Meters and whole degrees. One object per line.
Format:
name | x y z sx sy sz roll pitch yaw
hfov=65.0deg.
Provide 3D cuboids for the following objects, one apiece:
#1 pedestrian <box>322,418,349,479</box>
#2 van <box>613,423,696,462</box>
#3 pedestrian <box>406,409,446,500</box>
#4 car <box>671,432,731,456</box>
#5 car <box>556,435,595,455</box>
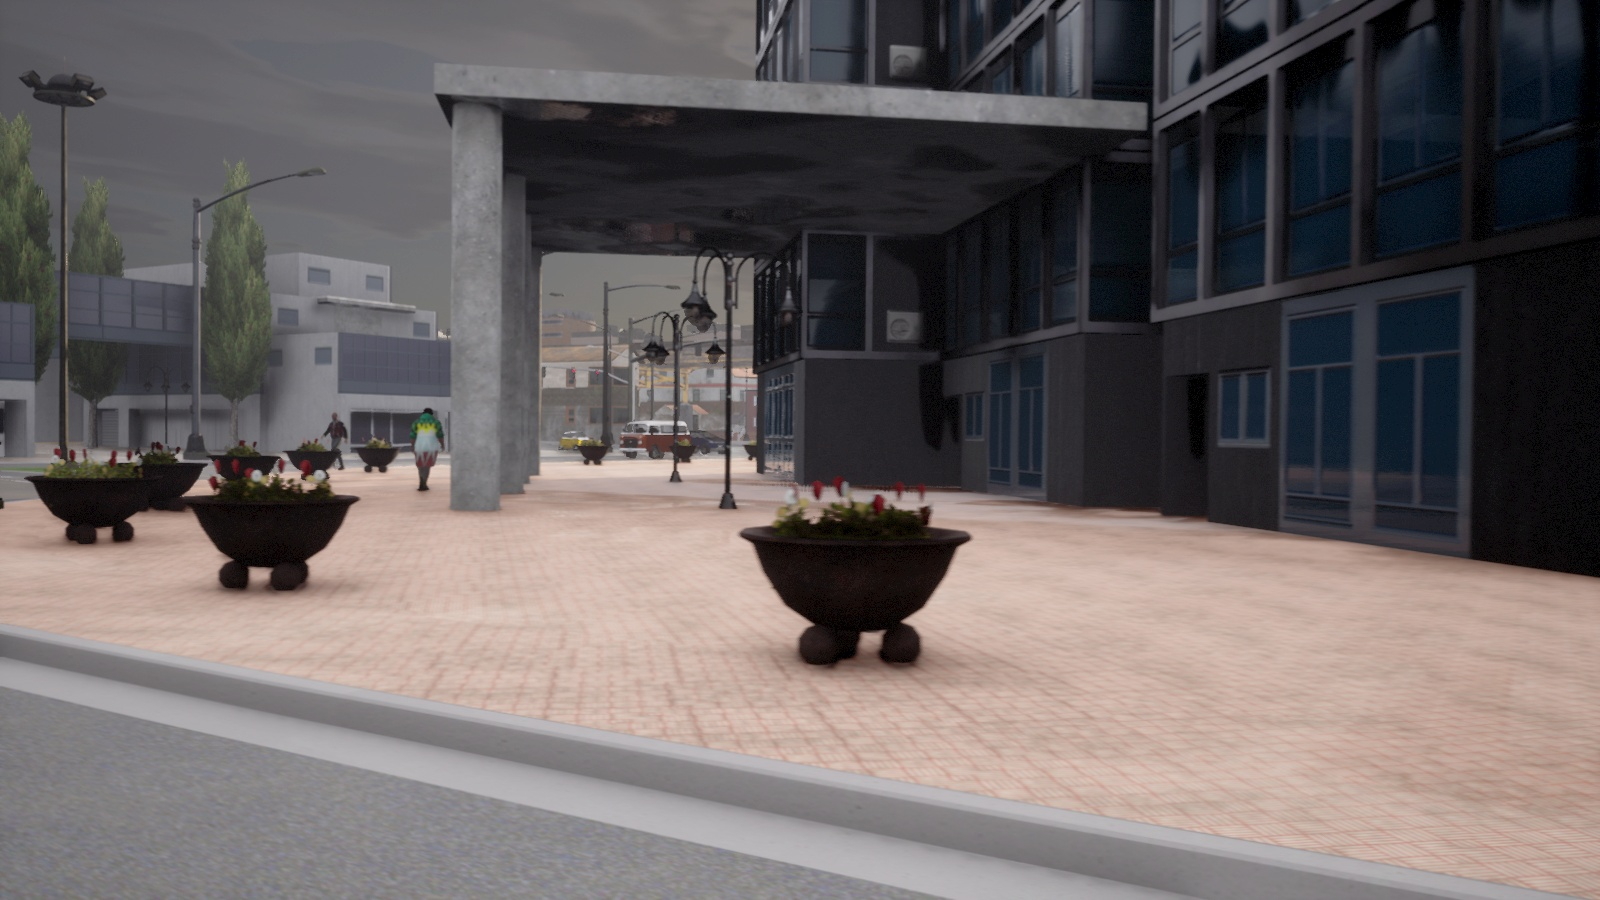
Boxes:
pedestrian | -14.254 -0.044 38.561 0.376 1.854 0.720 0 1 24
van | -7.686 -0.428 66.893 2.069 2.038 4.480 0 1 31
pedestrian | -8.207 0.086 27.565 0.659 1.952 0.873 -1 1 -6
car | -6.436 -0.385 81.227 3.705 1.549 1.789 0 1 42
car | -15.639 -0.354 87.351 2.207 1.376 1.481 0 1 30
